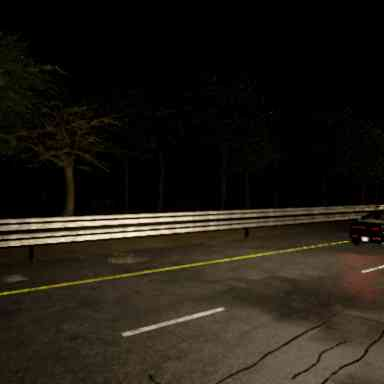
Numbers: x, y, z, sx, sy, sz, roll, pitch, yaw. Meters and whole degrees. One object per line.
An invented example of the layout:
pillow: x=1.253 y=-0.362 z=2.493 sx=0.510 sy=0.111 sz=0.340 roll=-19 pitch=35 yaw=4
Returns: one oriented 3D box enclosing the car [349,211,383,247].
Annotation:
car: x=8.625 y=1.560 z=14.186 sx=4.892 sy=1.490 sz=1.837 roll=0 pitch=0 yaw=-35
